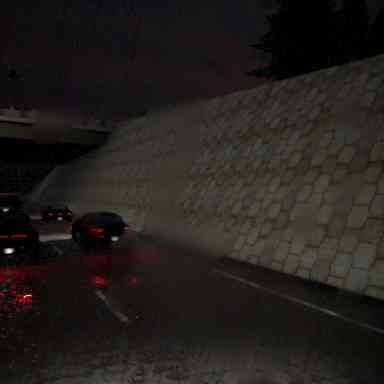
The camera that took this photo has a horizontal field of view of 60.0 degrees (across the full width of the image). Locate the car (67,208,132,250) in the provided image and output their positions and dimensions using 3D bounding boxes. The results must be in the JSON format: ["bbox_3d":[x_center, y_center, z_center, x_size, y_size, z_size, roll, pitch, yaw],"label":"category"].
[{"bbox_3d":[-4.023,1.576,14.571,1.812,1.442,4.674,0,0,-29],"label":"car"}]

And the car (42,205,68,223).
[{"bbox_3d":[-10.806,1.684,26.519,1.895,1.301,4.718,0,0,-29],"label":"car"}]

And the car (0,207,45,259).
[{"bbox_3d":[-6.763,1.541,12.301,1.837,1.490,4.892,0,0,-29],"label":"car"}]

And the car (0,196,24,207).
[{"bbox_3d":[-13.612,1.292,24.363,2.150,2.045,5.566,0,0,-29],"label":"car"}]
